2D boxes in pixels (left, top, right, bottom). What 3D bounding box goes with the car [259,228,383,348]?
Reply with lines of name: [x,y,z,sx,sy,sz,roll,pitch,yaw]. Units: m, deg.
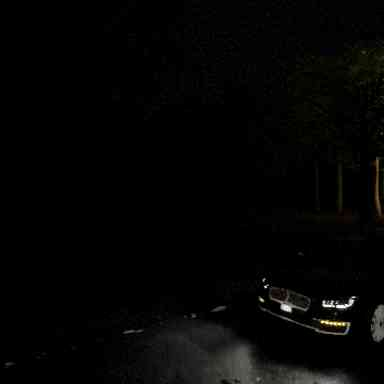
car: [3.394,1.498,6.361,4.892,1.490,1.837,1,0,-35]
